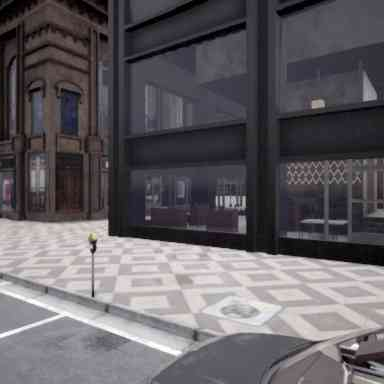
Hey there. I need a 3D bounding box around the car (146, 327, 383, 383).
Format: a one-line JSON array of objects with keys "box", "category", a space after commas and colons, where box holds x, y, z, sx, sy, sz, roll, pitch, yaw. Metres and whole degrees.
[{"box": [1.559, 1.551, 1.853, 4.403, 1.369, 2.008, 0, 0, 35], "category": "car"}]
